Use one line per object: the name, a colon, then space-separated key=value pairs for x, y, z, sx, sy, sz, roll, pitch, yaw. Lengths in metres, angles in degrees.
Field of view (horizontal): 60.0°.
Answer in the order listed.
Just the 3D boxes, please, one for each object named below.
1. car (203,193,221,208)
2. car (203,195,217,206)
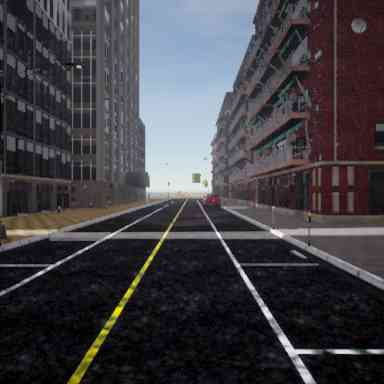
car: x=2.981 y=1.204 z=48.539 sx=2.150 sy=2.045 sz=5.566 roll=0 pitch=0 yaw=0
car: x=2.988 y=1.327 z=55.479 sx=2.097 sy=1.767 sz=4.553 roll=0 pitch=0 yaw=0
